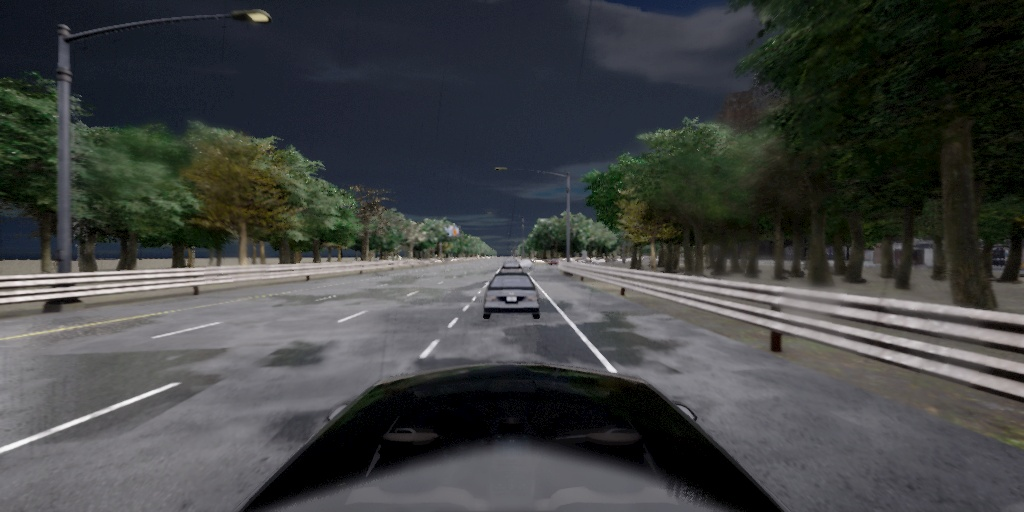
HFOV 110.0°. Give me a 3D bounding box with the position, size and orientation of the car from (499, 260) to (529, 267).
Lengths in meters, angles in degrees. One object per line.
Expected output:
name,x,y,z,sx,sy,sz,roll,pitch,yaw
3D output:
car,-0.029,1.220,28.826,2.128,1.511,4.902,0,0,0

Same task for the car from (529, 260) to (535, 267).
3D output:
car,2.203,1.234,52.681,1.812,1.442,4.674,0,0,13

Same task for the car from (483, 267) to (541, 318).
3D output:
car,-0.013,1.288,12.887,2.033,1.411,5.357,0,0,0
